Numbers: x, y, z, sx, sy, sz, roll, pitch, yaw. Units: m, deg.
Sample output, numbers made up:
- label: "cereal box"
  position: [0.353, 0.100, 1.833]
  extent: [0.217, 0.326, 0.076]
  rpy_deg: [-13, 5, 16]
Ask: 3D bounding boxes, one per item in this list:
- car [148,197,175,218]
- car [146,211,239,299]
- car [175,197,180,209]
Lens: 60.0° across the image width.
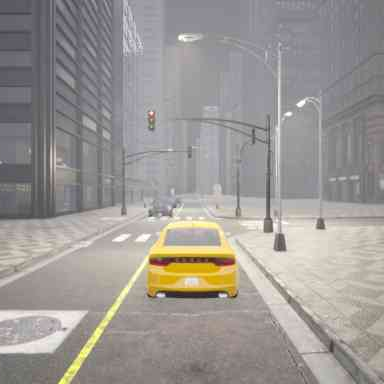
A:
- label: "car"
  position: [-2.828, 1.353, 30.301]
  extent: [2.097, 1.767, 4.553]
  rpy_deg: [0, 0, -3]
- label: "car"
  position: [0.028, 1.477, 8.538]
  extent: [1.882, 1.535, 5.008]
  rpy_deg: [0, 0, 1]
- label: "car"
  position: [-3.106, 1.482, 46.653]
  extent: [1.882, 1.535, 5.008]
  rpy_deg: [0, 0, 0]
